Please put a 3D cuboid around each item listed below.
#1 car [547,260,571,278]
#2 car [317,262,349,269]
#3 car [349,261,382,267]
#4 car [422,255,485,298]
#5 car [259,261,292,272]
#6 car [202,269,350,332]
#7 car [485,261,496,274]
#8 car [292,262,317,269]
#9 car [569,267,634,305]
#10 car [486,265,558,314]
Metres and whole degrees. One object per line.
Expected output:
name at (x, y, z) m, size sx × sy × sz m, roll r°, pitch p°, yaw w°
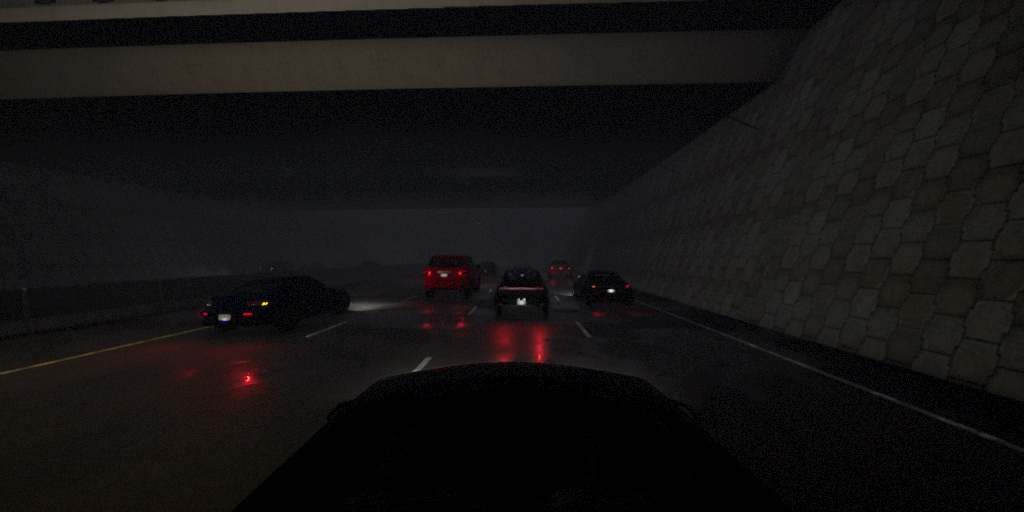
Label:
car at (4.500, 1.151, 34.718) m, size 2.097 × 1.767 × 4.553 m, roll 0°, pitch 0°, yaw 2°
car at (-19.999, 1.389, 41.444) m, size 1.895 × 1.301 × 4.718 m, roll 0°, pitch 0°, yaw 2°
car at (-16.500, 1.297, 41.383) m, size 1.837 × 1.490 × 4.892 m, roll 0°, pitch -1°, yaw 2°
car at (-2.960, 0.987, 18.749) m, size 2.150 × 2.045 × 5.566 m, roll 0°, pitch -1°, yaw 2°
car at (-26.994, 1.289, 41.598) m, size 1.837 × 1.490 × 4.892 m, roll 0°, pitch 0°, yaw 2°
car at (-6.724, 1.282, 10.789) m, size 1.812 × 1.442 × 4.674 m, roll 0°, pitch 0°, yaw 2°
car at (-2.449, 1.273, 36.496) m, size 1.882 × 1.535 × 5.008 m, roll 0°, pitch 0°, yaw 2°
car at (-23.463, 1.351, 42.557) m, size 1.994 × 1.385 × 4.181 m, roll 0°, pitch 0°, yaw 2°
car at (3.958, 1.337, 16.081) m, size 1.994 × 1.385 × 4.181 m, roll 0°, pitch 0°, yaw 2°
car at (0.385, 1.259, 13.827) m, size 2.128 × 1.511 × 4.902 m, roll 0°, pitch 0°, yaw 2°
